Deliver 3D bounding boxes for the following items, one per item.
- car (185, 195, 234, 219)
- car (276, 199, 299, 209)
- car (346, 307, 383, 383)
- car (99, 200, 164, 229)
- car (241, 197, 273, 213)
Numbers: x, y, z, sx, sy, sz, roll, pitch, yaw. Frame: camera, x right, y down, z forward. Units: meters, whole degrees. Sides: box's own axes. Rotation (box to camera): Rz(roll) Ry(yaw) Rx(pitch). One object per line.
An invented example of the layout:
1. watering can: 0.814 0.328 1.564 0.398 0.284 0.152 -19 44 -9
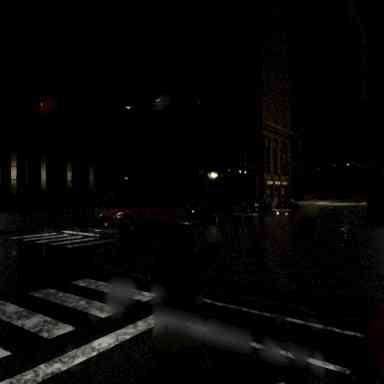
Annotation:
1. car: 1.697 1.256 29.781 2.150 2.045 5.566 0 0 36
2. car: 13.124 1.623 45.638 1.994 1.385 4.181 0 0 36
3. car: 3.564 1.221 1.149 5.566 2.045 2.150 0 0 36
4. car: -3.904 1.376 21.953 2.097 1.767 4.553 0 0 35
5. car: 7.395 1.398 37.700 2.097 1.767 4.553 0 0 35
